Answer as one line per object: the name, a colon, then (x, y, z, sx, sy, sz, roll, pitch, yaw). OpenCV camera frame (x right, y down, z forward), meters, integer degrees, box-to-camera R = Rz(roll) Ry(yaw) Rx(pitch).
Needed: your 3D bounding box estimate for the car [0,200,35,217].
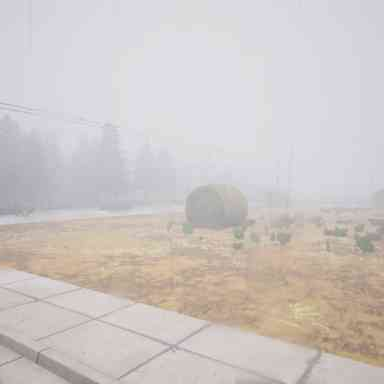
car: (-16.691, 1.518, 29.774, 2.128, 1.511, 4.902, 0, 0, 37)

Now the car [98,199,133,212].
car: (-9.148, 1.591, 39.943, 1.994, 1.385, 4.181, 0, 0, 37)
